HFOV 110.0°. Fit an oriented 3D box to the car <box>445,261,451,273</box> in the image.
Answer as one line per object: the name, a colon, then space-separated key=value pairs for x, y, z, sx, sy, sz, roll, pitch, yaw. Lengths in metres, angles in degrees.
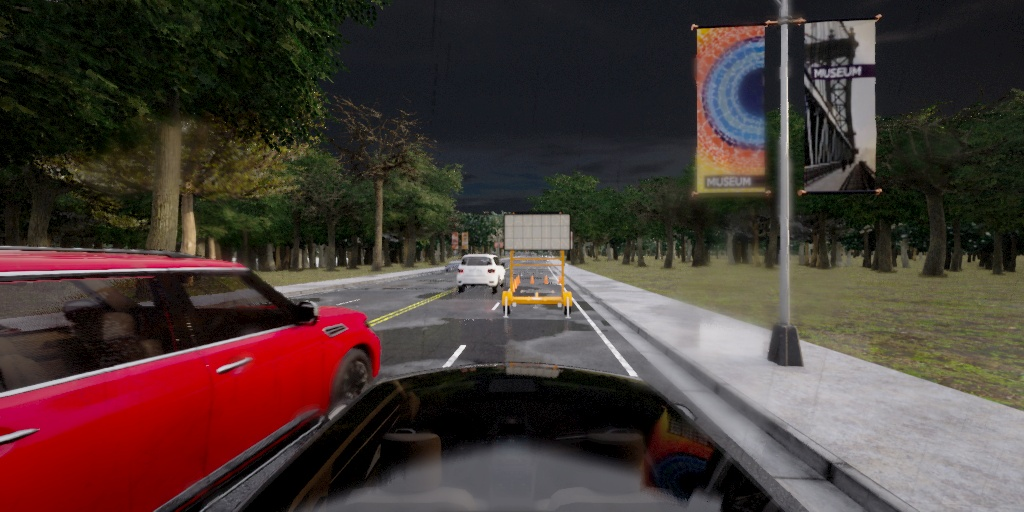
car: x=-6.718 y=1.222 z=43.170 sx=1.812 sy=1.442 sz=4.674 roll=0 pitch=0 yaw=4

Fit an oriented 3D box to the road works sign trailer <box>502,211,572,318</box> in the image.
road works sign trailer: x=0.904 y=0.210 z=12.951 sx=2.380 sy=3.560 sz=2.880 roll=0 pitch=0 yaw=4

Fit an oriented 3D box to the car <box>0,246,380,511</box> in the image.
car: x=-2.988 y=0.971 z=2.480 sx=2.150 sy=2.045 sz=5.566 roll=0 pitch=0 yaw=4

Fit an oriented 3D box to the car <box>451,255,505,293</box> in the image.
car: x=-1.676 y=0.956 z=20.894 sx=2.150 sy=2.045 sz=5.566 roll=0 pitch=0 yaw=4
